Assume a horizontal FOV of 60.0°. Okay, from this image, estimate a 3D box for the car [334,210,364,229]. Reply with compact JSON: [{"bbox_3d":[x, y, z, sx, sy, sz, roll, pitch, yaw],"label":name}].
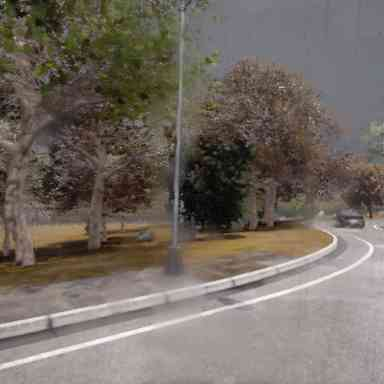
[{"bbox_3d":[13.558,2.307,28.852,2.128,1.511,4.902,1,-1,18],"label":"car"}]
